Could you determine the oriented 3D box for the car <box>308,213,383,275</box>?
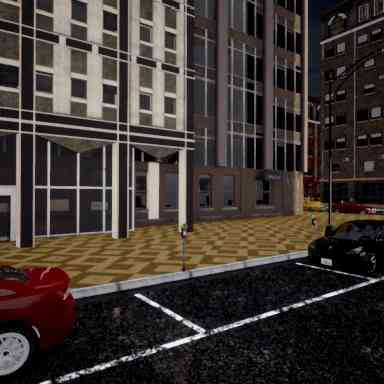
[{"bbox_3d":[5.509,1.567,10.510,4.313,1.339,1.947,0,0,-36],"label":"car"}]

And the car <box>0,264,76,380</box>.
[{"bbox_3d":[-3.740,1.545,3.885,4.507,1.381,1.887,0,0,-36],"label":"car"}]

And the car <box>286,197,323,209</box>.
[{"bbox_3d":[15.634,1.500,46.415,1.752,1.417,4.829,0,0,-36],"label":"car"}]

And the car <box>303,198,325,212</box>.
[{"bbox_3d":[12.341,1.468,36.647,1.752,1.417,4.829,0,0,-36],"label":"car"}]

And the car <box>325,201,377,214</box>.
[{"bbox_3d":[15.550,1.535,32.189,1.802,1.307,4.206,0,0,-36],"label":"car"}]
